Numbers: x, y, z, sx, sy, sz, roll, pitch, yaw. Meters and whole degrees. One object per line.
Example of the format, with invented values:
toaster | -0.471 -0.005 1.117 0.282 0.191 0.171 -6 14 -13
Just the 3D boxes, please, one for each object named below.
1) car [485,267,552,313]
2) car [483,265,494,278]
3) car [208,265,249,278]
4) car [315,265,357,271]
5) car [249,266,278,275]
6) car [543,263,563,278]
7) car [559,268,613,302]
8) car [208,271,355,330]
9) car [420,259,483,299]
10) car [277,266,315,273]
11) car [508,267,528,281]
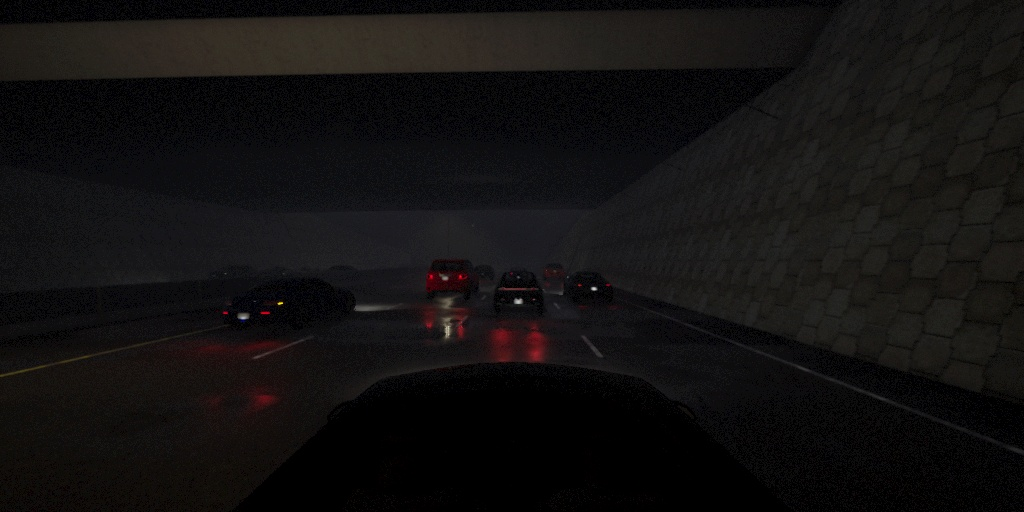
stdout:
car | 0.272 1.396 14.822 2.128 1.511 4.902 0 -1 1
car | -2.845 1.646 37.569 1.882 1.535 5.008 0 -1 1
car | -27.574 1.634 35.644 1.837 1.490 4.892 0 -1 1
car | -17.075 1.641 35.609 1.837 1.490 4.892 0 -1 1
car | -24.056 1.707 36.663 1.994 1.385 4.181 0 -1 1
car | 4.132 1.509 36.219 2.097 1.767 4.553 0 -1 1
car | 3.842 1.515 18.622 1.994 1.385 4.181 0 -1 1
car | -6.797 1.385 11.450 1.812 1.442 4.674 0 -1 1
car | -3.137 1.183 19.789 2.150 2.045 5.566 0 0 1
car | -20.576 1.734 35.612 1.895 1.301 4.718 0 -1 1
car | 0.633 1.756 36.214 1.895 1.301 4.718 0 -1 1
